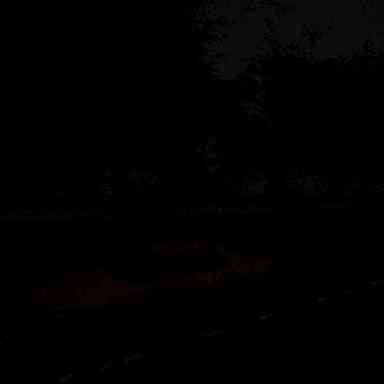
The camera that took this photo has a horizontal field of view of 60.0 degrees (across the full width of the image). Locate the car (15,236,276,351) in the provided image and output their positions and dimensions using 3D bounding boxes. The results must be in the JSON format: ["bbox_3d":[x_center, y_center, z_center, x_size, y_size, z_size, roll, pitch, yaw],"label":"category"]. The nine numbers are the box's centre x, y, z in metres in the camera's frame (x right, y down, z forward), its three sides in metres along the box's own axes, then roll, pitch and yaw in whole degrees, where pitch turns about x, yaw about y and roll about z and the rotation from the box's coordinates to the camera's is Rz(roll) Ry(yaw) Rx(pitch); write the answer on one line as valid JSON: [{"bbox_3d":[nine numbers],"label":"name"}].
[{"bbox_3d":[-0.521,1.541,6.182,4.829,1.417,1.752,0,0,-35],"label":"car"}]

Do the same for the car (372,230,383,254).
[{"bbox_3d":[8.641,1.639,12.706,4.313,1.339,1.947,0,0,-35],"label":"car"}]
